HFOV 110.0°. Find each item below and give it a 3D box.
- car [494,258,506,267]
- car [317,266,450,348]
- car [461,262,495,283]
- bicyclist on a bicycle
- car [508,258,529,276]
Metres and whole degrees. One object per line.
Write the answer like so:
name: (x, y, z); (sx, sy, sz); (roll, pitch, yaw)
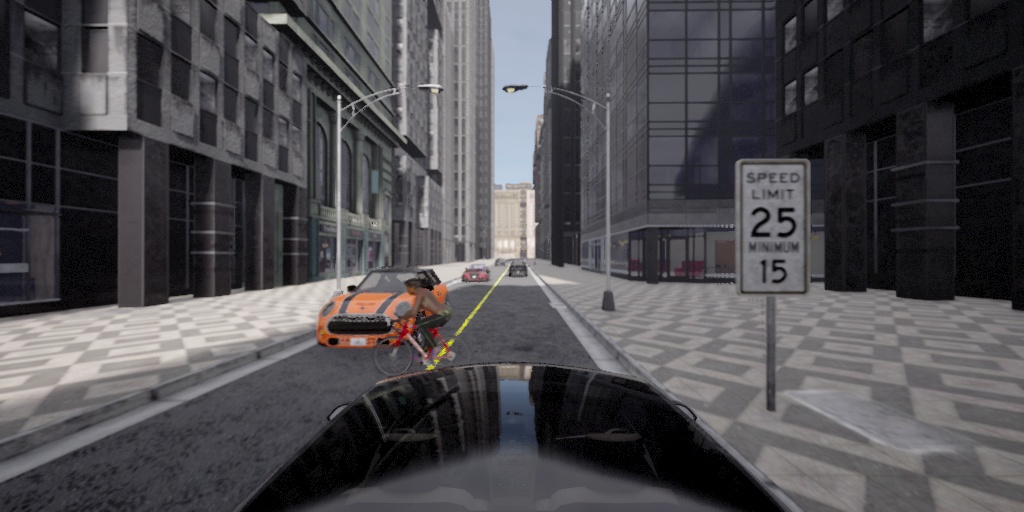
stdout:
car: (-2.073, 1.097, 63.040); (1.837, 1.490, 4.892); (0, 0, 1)
car: (-2.998, 1.101, 9.320); (2.097, 1.767, 4.553); (0, 0, 1)
car: (-2.661, 1.301, 27.696); (1.994, 1.385, 4.181); (0, 0, 1)
bicyclist on a bicycle: (-1.486, 1.200, 5.933); (1.656, 1.620, 0.582); (0, 0, 1)
car: (0.623, 1.223, 36.234); (1.837, 1.490, 4.892); (0, 1, 1)
